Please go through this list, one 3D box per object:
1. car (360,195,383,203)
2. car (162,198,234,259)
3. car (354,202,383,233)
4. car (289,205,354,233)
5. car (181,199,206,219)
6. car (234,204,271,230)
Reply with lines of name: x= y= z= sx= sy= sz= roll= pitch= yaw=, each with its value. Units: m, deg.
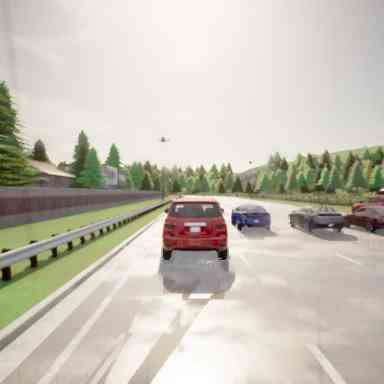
car: x=14.103 y=1.228 z=24.800 sx=2.150 sy=2.045 sz=5.566 roll=0 pitch=0 yaw=0
car: x=0.101 y=1.225 z=12.721 sx=2.150 sy=2.045 sz=5.566 roll=0 pitch=0 yaw=0
car: x=10.588 y=1.531 z=19.461 sx=1.812 sy=1.442 sz=4.674 roll=0 pitch=0 yaw=0
car: x=7.102 y=1.497 z=19.429 sx=2.128 sy=1.511 sz=4.902 roll=0 pitch=0 yaw=0
car: x=0.102 y=1.500 z=30.658 sx=2.128 sy=1.511 sz=4.902 roll=0 pitch=0 yaw=0
car: x=3.602 y=1.483 z=21.014 sx=1.882 sy=1.535 sz=5.008 roll=0 pitch=0 yaw=0
